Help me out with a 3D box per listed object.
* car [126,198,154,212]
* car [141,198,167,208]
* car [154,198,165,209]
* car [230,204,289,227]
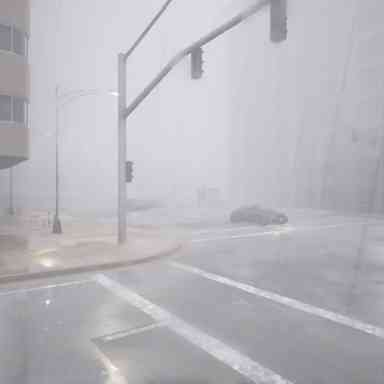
[{"bbox_3d":[-6.717,1.504,38.365,1.837,1.490,4.892,0,0,-36],"label":"car"},{"bbox_3d":[-5.708,1.564,49.159,1.994,1.385,4.181,0,0,-36],"label":"car"},{"bbox_3d":[-6.227,1.547,43.940,2.033,1.411,5.357,0,0,-36],"label":"car"},{"bbox_3d":[4.531,1.564,22.925,1.994,1.385,4.181,0,0,-36],"label":"car"}]
